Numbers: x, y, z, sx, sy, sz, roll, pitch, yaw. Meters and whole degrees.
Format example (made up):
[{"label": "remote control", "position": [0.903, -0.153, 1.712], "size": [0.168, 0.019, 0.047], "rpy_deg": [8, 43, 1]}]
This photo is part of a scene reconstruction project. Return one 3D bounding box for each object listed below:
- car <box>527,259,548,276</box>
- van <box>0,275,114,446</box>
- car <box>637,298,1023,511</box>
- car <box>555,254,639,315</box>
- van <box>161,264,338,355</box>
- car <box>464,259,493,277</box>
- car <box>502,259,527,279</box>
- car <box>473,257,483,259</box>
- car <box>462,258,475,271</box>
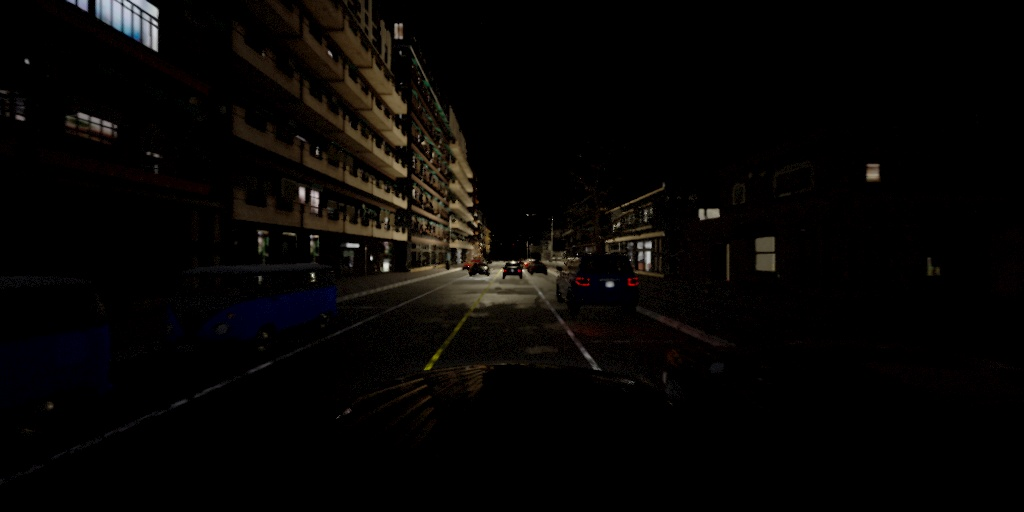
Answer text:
[{"label": "car", "position": [2.696, 1.301, 36.820], "size": [1.802, 1.307, 4.207], "rpy_deg": [0, 0, 0]}, {"label": "van", "position": [-5.691, 1.090, 2.645], "size": [1.690, 1.789, 3.998], "rpy_deg": [0, 0, 0]}, {"label": "car", "position": [2.690, 1.294, 2.641], "size": [1.888, 1.381, 4.507], "rpy_deg": [0, 0, 0]}, {"label": "car", "position": [3.002, 0.961, 13.678], "size": [2.150, 2.045, 5.566], "rpy_deg": [0, 0, 0]}, {"label": "van", "position": [-5.689, 1.083, 8.341], "size": [1.690, 1.789, 3.998], "rpy_deg": [0, 0, 0]}, {"label": "car", "position": [-3.088, 1.267, 35.002], "size": [2.033, 1.411, 5.357], "rpy_deg": [0, 0, 0]}, {"label": "car", "position": [0.050, 1.268, 32.046], "size": [2.033, 1.411, 5.357], "rpy_deg": [0, 0, 1]}, {"label": "car", "position": [-5.680, 1.034, 59.611], "size": [2.192, 1.841, 5.009], "rpy_deg": [0, 0, 0]}, {"label": "car", "position": [-5.683, 1.300, 48.218], "size": [1.802, 1.307, 4.207], "rpy_deg": [0, 0, 0]}]
